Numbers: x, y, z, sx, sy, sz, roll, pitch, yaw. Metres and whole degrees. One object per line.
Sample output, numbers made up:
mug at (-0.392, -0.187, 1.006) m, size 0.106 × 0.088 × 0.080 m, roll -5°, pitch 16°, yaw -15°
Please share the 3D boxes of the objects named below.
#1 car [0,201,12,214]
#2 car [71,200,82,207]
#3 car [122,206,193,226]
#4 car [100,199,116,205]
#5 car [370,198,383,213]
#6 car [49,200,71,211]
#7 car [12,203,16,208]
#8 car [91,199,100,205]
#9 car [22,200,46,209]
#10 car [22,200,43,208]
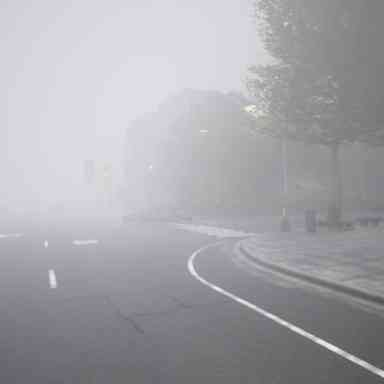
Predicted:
car at (-25.277, 2.195, 43.285) m, size 1.895 × 1.301 × 4.718 m, roll -1°, pitch 0°, yaw -20°
car at (-24.314, 2.290, 68.140) m, size 2.128 × 1.511 × 4.902 m, roll -1°, pitch 0°, yaw 11°
car at (-2.662, 1.761, 25.529) m, size 5.357 × 1.411 × 2.033 m, roll -1°, pitch 0°, yaw -12°
car at (-18.326, 2.281, 76.335) m, size 1.812 × 1.442 × 4.674 m, roll -1°, pitch 0°, yaw 26°
car at (21.589, 1.371, 36.186) m, size 4.553 × 1.767 × 2.097 m, roll -1°, pitch 0°, yaw -25°
car at (-19.899, 2.111, 50.270) m, size 1.812 × 1.442 × 4.674 m, roll -1°, pitch 0°, yaw -15°
car at (-35.072, 2.435, 62.006) m, size 1.895 × 1.301 × 4.718 m, roll -1°, pitch 0°, yaw 5°
car at (-21.486, 2.327, 77.820) m, size 1.812 × 1.442 × 4.674 m, roll -1°, pitch 0°, yaw 26°
car at (-28.374, 2.346, 59.281) m, size 1.895 × 1.301 × 4.718 m, roll -1°, pitch 0°, yaw -2°
car at (-31.640, 2.383, 66.061) m, size 1.994 × 1.385 × 4.181 m, roll -1°, pitch 0°, yaw 5°
